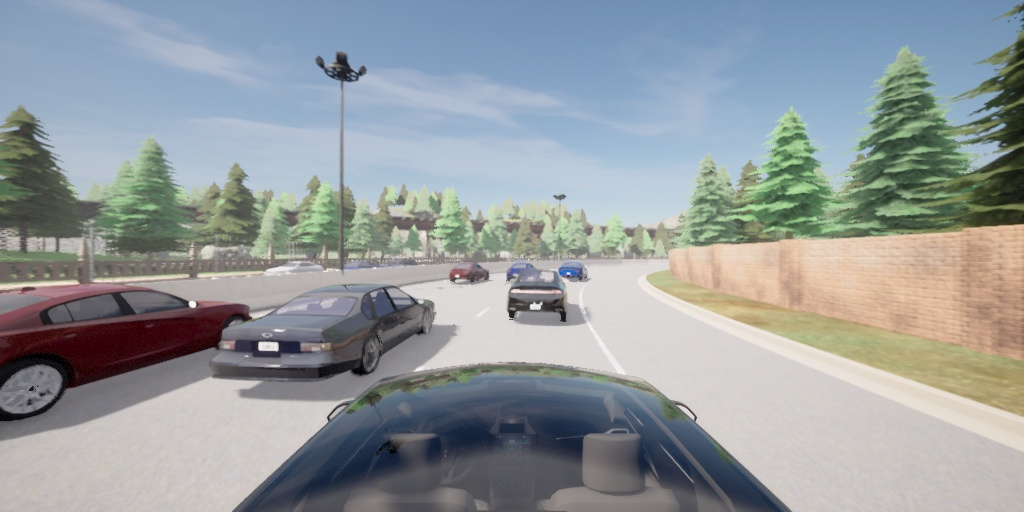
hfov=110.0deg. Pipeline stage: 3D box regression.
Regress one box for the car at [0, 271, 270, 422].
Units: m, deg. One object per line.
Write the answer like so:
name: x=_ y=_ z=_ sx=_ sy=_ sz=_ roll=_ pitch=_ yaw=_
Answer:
car: x=-6.668 y=1.189 z=5.797 sx=1.882 sy=1.535 sz=5.008 roll=0 pitch=0 yaw=2

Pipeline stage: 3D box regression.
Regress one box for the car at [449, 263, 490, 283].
car: x=-3.146 y=1.211 z=26.935 sx=1.812 sy=1.442 sz=4.674 roll=0 pitch=0 yaw=16

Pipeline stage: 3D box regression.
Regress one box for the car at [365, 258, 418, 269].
car: x=-9.711 y=1.001 z=30.054 sx=2.097 sy=1.767 sz=4.553 roll=0 pitch=0 yaw=17

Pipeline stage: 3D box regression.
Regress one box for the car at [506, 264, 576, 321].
car: x=0.972 y=1.224 z=12.520 sx=2.128 sy=1.511 sz=4.902 roll=0 pitch=0 yaw=7

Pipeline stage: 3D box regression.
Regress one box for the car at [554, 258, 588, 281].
car: x=5.159 y=1.194 z=30.052 sx=1.882 sy=1.535 sz=5.008 roll=0 pitch=0 yaw=19

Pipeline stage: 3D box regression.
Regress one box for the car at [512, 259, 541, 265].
car: x=0.887 y=1.226 z=28.268 sx=1.812 sy=1.442 sz=4.674 roll=0 pitch=0 yaw=17

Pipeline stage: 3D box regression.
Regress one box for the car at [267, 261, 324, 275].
car: x=-17.323 y=1.143 z=28.808 sx=1.812 sy=1.442 sz=4.674 roll=0 pitch=0 yaw=15

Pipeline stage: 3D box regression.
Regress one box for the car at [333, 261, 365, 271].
car: x=-13.200 y=1.158 z=30.643 sx=1.812 sy=1.442 sz=4.674 roll=0 pitch=0 yaw=17

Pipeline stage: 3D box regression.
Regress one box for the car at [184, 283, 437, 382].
car: x=-3.129 y=1.272 z=7.379 sx=2.033 sy=1.411 sz=5.357 roll=0 pitch=0 yaw=4
